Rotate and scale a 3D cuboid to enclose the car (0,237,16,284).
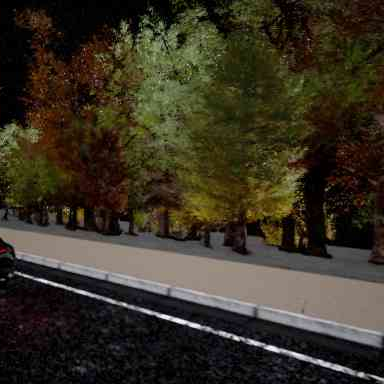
[{"bbox_3d":[-6.164,1.423,8.077,4.892,1.490,1.837,1,1,35],"label":"car"}]
